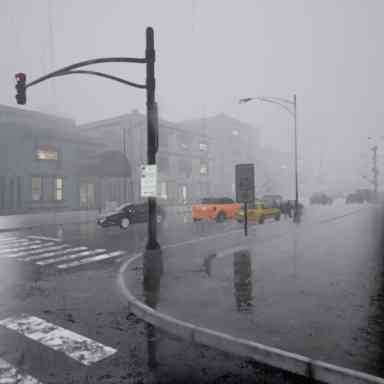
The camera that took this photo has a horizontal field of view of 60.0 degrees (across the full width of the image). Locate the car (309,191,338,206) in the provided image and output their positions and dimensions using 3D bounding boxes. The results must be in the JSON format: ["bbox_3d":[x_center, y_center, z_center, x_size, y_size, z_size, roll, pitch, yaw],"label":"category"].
[{"bbox_3d":[17.310,1.016,44.123,2.128,1.511,4.902,-1,0,36],"label":"car"}]

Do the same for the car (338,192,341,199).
[{"bbox_3d":[30.026,0.935,71.392,1.802,1.307,4.206,-1,0,36],"label":"car"}]

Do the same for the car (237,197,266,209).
[{"bbox_3d":[7.264,1.293,40.058,1.802,1.307,4.206,-1,0,36],"label":"car"}]

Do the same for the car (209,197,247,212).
[{"bbox_3d":[3.911,1.289,35.443,1.752,1.417,4.829,-1,0,36],"label":"car"}]

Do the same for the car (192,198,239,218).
[{"bbox_3d":[2.125,1.306,28.574,1.812,1.442,4.674,-1,0,36],"label":"car"}]

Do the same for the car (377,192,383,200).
[{"bbox_3d":[33.549,0.570,61.988,2.192,1.841,5.009,-1,0,36],"label":"car"}]

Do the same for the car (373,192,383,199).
[{"bbox_3d":[40.055,0.720,70.942,1.947,1.339,4.313,-1,0,36],"label":"car"}]

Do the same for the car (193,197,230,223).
[{"bbox_3d":[2.032,1.118,23.052,2.097,1.767,4.553,-1,0,36],"label":"car"}]

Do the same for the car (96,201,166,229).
[{"bbox_3d":[-3.651,1.378,20.641,1.837,1.490,4.892,-1,0,36],"label":"car"}]

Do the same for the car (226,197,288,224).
[{"bbox_3d":[4.384,1.242,21.839,1.752,1.417,4.829,-1,0,36],"label":"car"}]

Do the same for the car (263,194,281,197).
[{"bbox_3d":[8.906,1.024,37.905,2.097,1.767,4.553,-1,0,36],"label":"car"}]

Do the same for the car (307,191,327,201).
[{"bbox_3d":[23.519,0.768,62.439,2.192,1.841,5.009,-1,0,36],"label":"car"}]

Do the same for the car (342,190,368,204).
[{"bbox_3d":[22.845,0.924,46.490,1.837,1.490,4.892,-1,0,36],"label":"car"}]

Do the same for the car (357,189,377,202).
[{"bbox_3d":[26.940,0.576,52.201,2.150,2.045,5.566,-1,0,36],"label":"car"}]

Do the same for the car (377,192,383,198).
[{"bbox_3d":[43.133,0.652,75.166,1.887,1.381,4.507,-1,0,36],"label":"car"}]

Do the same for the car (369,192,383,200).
[{"bbox_3d":[36.803,0.770,66.465,1.947,1.339,4.313,-1,0,36],"label":"car"}]

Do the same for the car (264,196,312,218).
[{"bbox_3d":[7.536,1.217,26.178,2.008,1.369,4.403,-1,0,36],"label":"car"}]
